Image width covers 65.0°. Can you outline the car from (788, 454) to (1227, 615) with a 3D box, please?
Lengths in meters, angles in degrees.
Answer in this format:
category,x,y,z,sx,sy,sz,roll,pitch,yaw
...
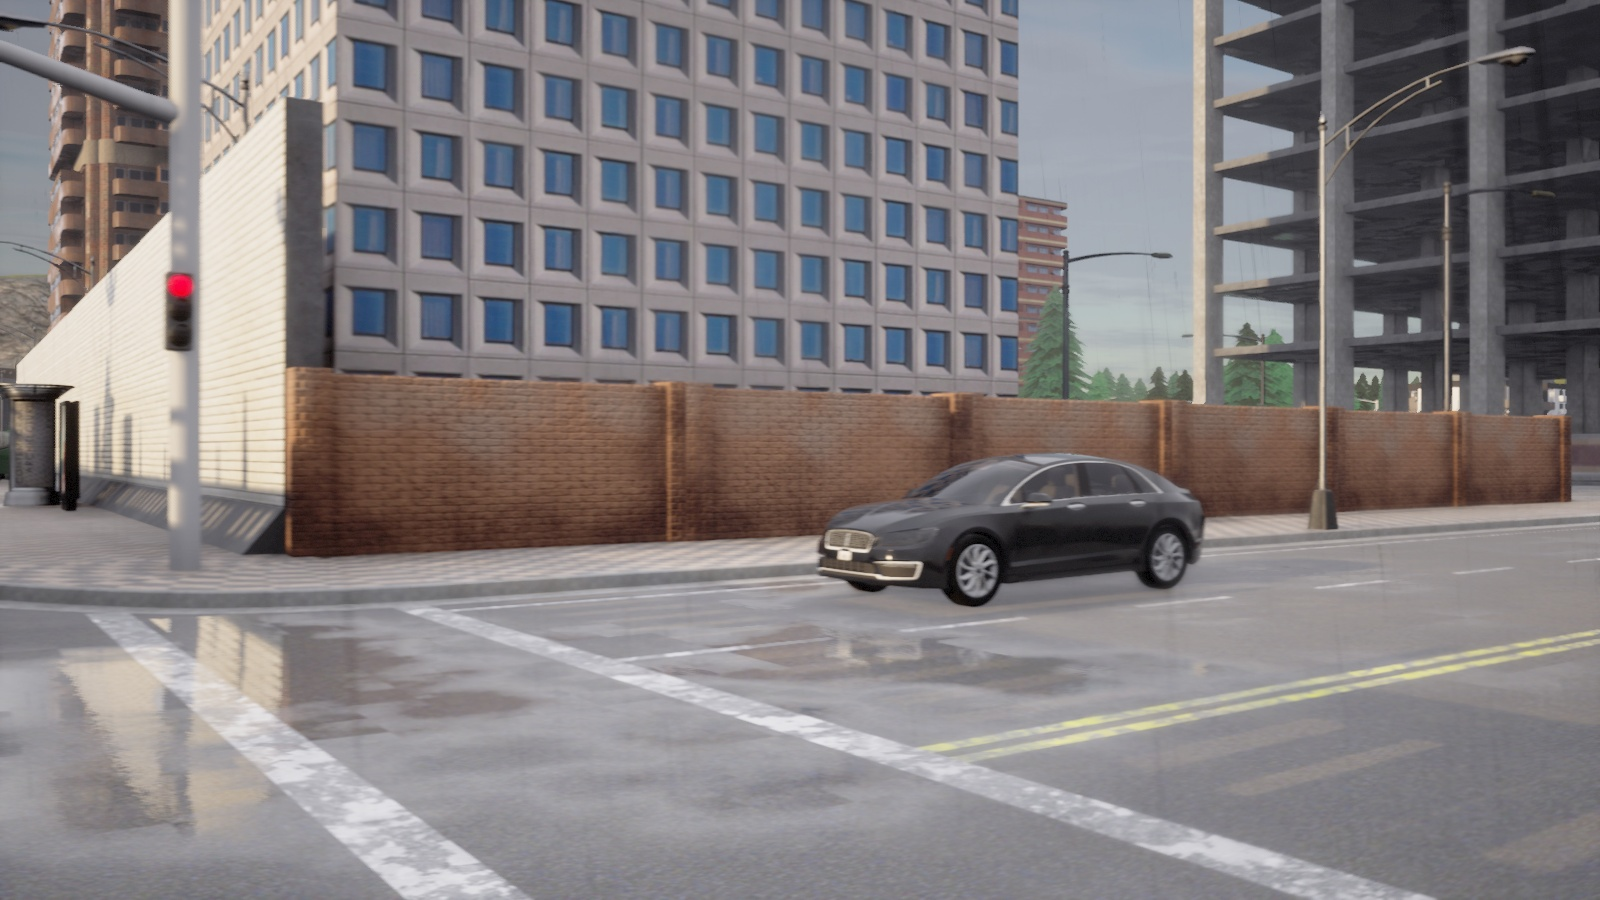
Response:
category,x,y,z,sx,sy,sz,roll,pitch,yaw
car,2.404,0.794,13.861,4.892,1.490,1.837,0,0,-35
